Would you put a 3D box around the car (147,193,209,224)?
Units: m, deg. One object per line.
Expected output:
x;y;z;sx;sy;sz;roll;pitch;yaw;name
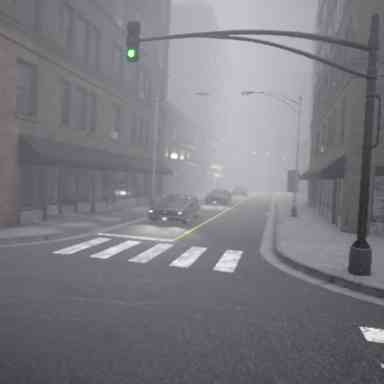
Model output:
-0.710;0.765;17.924;2.033;1.411;5.357;3;2;12;car

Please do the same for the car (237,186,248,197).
6.978;-0.116;47.518;2.033;1.411;5.357;3;2;15;car

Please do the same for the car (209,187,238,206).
2.594;0.384;30.666;2.033;1.411;5.357;3;2;15;car
